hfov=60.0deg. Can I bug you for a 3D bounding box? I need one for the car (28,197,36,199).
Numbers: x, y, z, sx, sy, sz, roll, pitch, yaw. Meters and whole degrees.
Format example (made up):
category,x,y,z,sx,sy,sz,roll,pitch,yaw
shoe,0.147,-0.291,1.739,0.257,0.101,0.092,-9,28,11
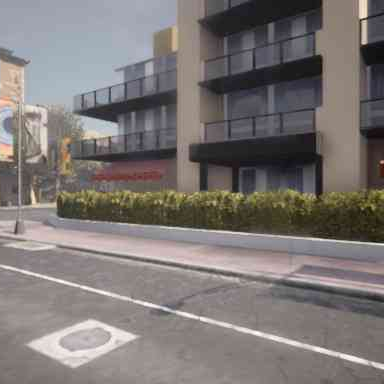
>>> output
category,x,y,z,sx,sy,sz,roll,pitch,yaw
car,-36.862,1.431,72.215,4.892,1.521,2.231,0,0,35
